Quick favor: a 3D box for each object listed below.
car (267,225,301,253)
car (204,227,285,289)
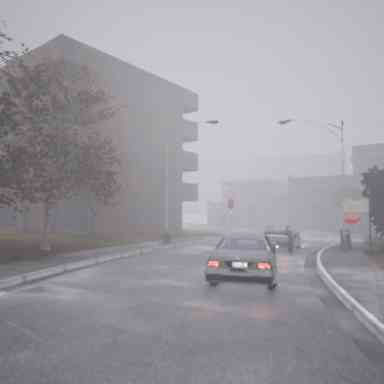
[{"bbox_3d":[5.375,2.721,20.036,2.128,1.511,4.902,-1,-5,25],"label":"car"},{"bbox_3d":[1.690,1.976,10.339,2.033,1.411,5.357,0,-5,14],"label":"car"}]
